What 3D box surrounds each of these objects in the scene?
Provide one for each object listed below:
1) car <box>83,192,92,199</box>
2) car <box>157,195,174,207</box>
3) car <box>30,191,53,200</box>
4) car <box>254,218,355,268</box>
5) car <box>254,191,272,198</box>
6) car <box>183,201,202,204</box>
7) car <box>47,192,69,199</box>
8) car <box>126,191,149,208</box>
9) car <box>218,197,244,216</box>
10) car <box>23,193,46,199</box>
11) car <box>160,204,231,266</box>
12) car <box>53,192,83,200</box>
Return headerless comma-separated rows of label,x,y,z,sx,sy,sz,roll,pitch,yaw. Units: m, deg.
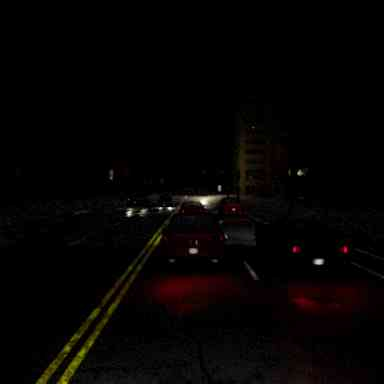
car,-24.752,0.710,75.165,4.097,1.590,1.967,0,2,0
car,-3.354,1.144,42.679,2.033,1.411,5.357,0,1,0
car,-30.173,0.815,66.635,5.009,1.841,2.192,0,2,0
car,3.312,1.504,10.864,1.895,1.301,4.718,0,1,0
car,16.659,0.571,78.304,4.097,1.590,1.967,0,1,0
car,0.058,1.366,25.844,1.895,1.301,4.718,0,1,0
car,-30.177,0.729,75.161,4.097,1.590,1.967,0,2,0
car,-6.604,0.835,41.222,2.150,2.045,5.566,0,0,0
car,3.322,1.214,28.793,1.882,1.535,5.008,0,1,0
car,-35.601,0.890,75.160,4.206,1.307,1.802,0,2,0
car,0.064,1.378,11.233,1.882,1.535,5.008,0,1,1
car,-24.746,1.046,66.647,4.313,1.339,1.947,0,2,0
